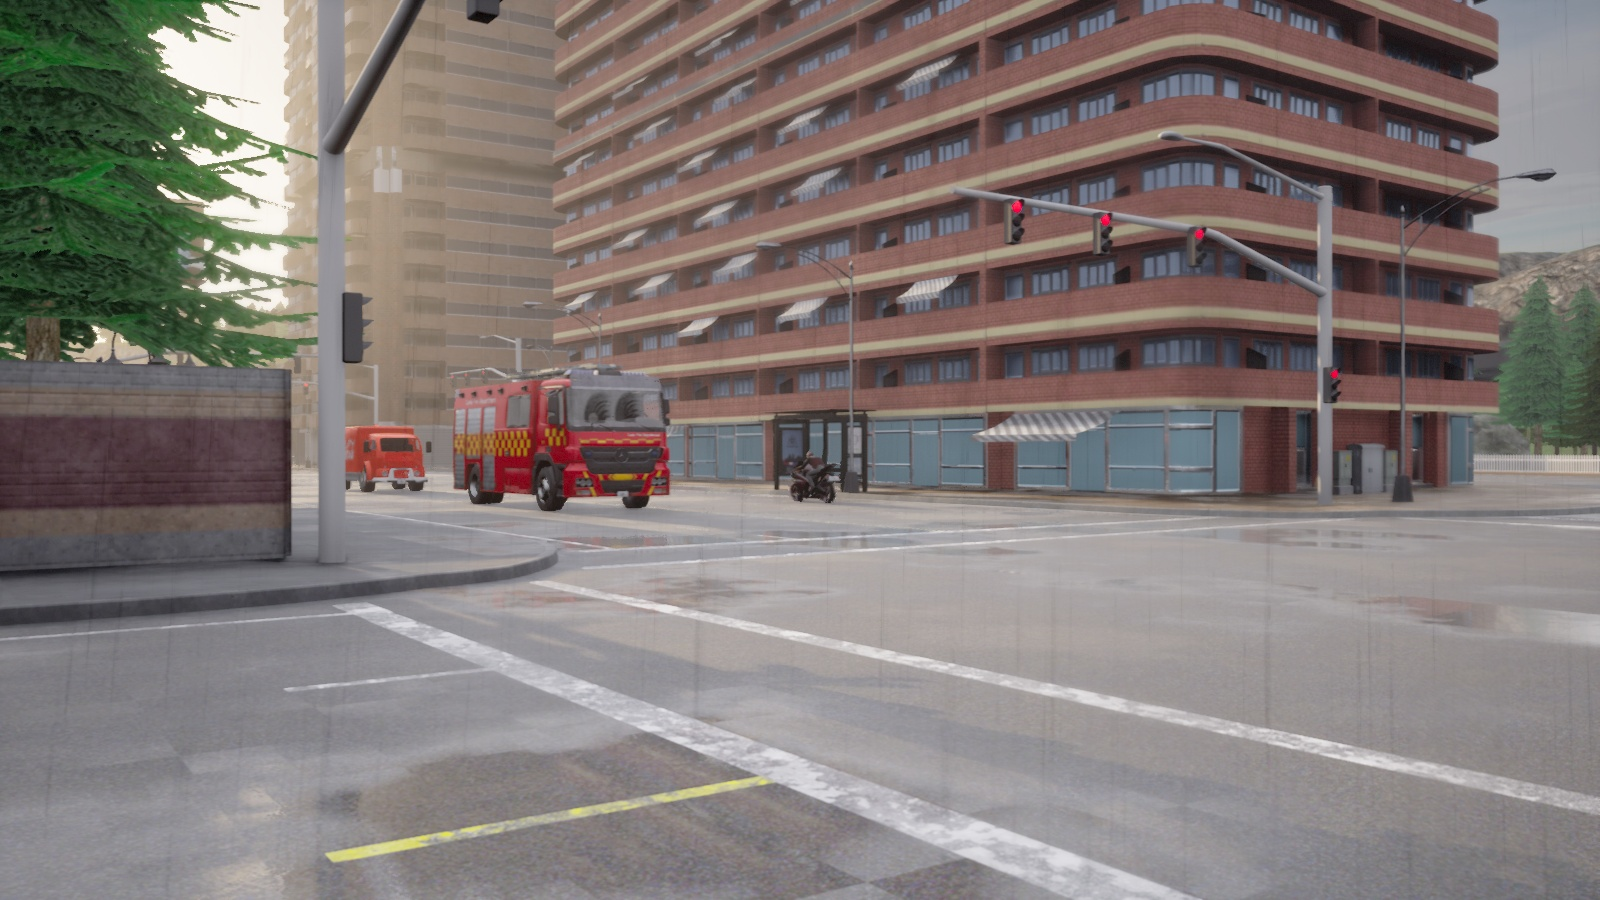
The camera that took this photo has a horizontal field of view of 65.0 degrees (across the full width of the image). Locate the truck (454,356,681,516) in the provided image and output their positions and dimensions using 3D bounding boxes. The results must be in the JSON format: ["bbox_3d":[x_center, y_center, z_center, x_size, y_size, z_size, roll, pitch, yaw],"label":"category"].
[{"bbox_3d":[-6.582,-0.331,34.237,2.891,3.827,8.468,0,0,-34],"label":"truck"}]

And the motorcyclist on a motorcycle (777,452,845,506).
[{"bbox_3d":[0.306,0.828,36.579,0.866,1.530,2.191,0,0,-34],"label":"motorcyclist on a motorcycle"}]

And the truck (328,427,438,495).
[{"bbox_3d":[-15.994,0.400,47.981,2.627,2.467,5.204,0,0,-34],"label":"truck"}]
